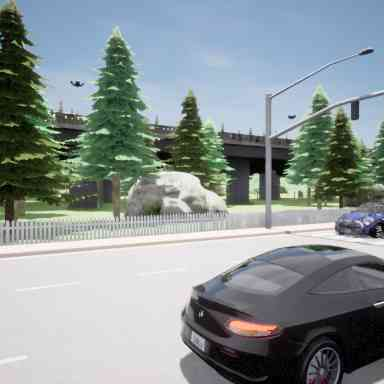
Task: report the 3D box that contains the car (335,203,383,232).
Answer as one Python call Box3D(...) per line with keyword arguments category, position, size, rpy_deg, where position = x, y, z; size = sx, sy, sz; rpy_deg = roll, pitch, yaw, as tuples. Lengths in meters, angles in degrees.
Box3D(category="car", position=(9.607, 1.352, 17.382), size=(4.553, 1.767, 2.097), rpy_deg=(0, 0, -29))

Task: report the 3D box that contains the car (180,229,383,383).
Box3D(category="car", position=(2.082, 1.526, 4.908), size=(4.674, 1.442, 1.812), rpy_deg=(0, 0, -29))
